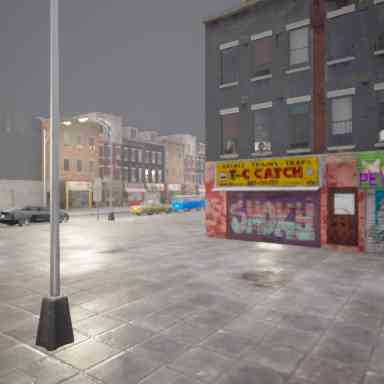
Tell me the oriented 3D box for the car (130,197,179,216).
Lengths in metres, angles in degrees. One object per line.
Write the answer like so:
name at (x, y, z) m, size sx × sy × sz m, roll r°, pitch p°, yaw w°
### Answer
car at (-3.667, 1.449, 31.476) m, size 1.752 × 1.417 × 4.829 m, roll 0°, pitch 0°, yaw 36°

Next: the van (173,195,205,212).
van at (-0.470, 1.250, 35.939) m, size 1.690 × 1.788 × 3.998 m, roll 0°, pitch 0°, yaw 36°

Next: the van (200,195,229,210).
van at (2.826, 1.235, 40.541) m, size 1.690 × 1.788 × 3.998 m, roll 0°, pitch 0°, yaw 36°

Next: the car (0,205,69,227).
car at (-10.357, 1.522, 22.134) m, size 1.947 × 1.339 × 4.313 m, roll 0°, pitch 0°, yaw 36°
